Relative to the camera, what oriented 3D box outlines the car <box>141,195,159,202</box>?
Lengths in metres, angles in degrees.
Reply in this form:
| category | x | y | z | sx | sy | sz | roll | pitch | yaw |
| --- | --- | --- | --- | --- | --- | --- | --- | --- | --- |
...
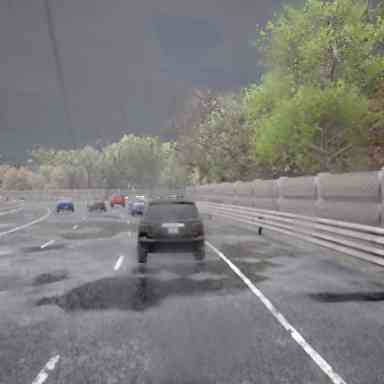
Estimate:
| category | x | y | z | sx | sy | sz | roll | pitch | yaw |
| --- | --- | --- | --- | --- | --- | --- | --- | --- | --- |
| car | -10.190 | 1.534 | 81.693 | 2.097 | 1.767 | 4.553 | 0 | 0 | 31 |

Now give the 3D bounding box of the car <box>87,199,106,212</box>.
| category | x | y | z | sx | sy | sz | roll | pitch | yaw |
| --- | --- | --- | --- | --- | --- | --- | --- | --- | --- |
| car | -11.634 | 1.624 | 40.567 | 1.837 | 1.490 | 4.892 | 0 | 0 | -23 |

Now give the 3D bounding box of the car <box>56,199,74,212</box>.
| category | x | y | z | sx | sy | sz | roll | pitch | yaw |
| --- | --- | --- | --- | --- | --- | --- | --- | --- | --- |
| car | -15.559 | 1.611 | 40.876 | 1.882 | 1.535 | 5.008 | 0 | 0 | -23 |

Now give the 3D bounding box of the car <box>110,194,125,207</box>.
| category | x | y | z | sx | sy | sz | roll | pitch | yaw |
| --- | --- | --- | --- | --- | --- | --- | --- | --- | --- |
| car | -11.948 | 1.361 | 53.446 | 2.150 | 2.045 | 5.566 | 0 | 0 | -16 |

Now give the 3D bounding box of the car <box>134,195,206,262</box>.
| category | x | y | z | sx | sy | sz | roll | pitch | yaw |
| --- | --- | --- | --- | --- | --- | --- | --- | --- | --- |
| car | -0.878 | 1.248 | 12.484 | 2.150 | 2.045 | 5.566 | 0 | 0 | -7 |

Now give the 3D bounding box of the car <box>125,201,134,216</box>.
| category | x | y | z | sx | sy | sz | roll | pitch | yaw |
| --- | --- | --- | --- | --- | --- | --- | --- | --- | --- |
| car | -5.276 | 1.603 | 33.073 | 1.812 | 1.442 | 4.674 | 0 | 0 | -17 |
